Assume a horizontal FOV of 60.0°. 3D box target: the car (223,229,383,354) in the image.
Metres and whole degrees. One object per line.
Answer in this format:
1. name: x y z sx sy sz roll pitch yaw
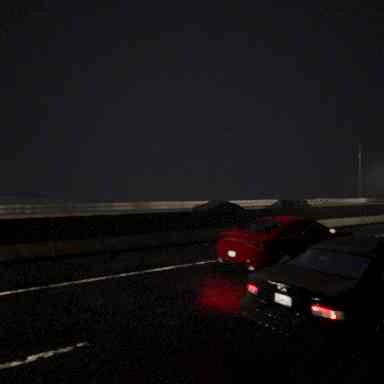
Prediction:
1. car: 3.319 1.546 6.096 5.357 1.411 2.033 0 0 -35

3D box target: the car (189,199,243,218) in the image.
1. car: 2.312 1.471 31.280 5.008 1.535 1.882 0 0 -35

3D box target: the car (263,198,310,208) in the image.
1. car: 7.444 1.350 26.323 4.553 1.767 2.097 0 0 -35

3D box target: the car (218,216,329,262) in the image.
1. car: 3.077 1.474 10.208 5.008 1.535 1.882 0 0 -35

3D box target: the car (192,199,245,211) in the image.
1. car: 2.360 1.519 27.051 4.674 1.442 1.812 0 0 -35
